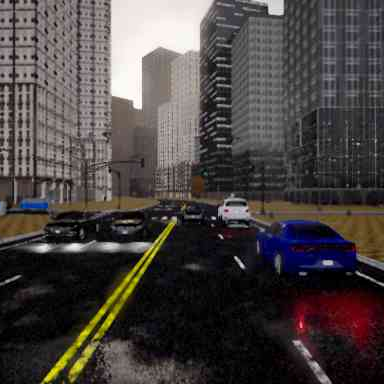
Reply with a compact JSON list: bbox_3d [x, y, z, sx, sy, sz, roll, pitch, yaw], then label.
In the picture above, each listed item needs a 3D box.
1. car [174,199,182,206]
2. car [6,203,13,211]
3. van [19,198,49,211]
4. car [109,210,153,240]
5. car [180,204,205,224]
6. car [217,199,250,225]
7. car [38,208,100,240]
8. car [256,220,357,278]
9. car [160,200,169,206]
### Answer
[{"bbox_3d":[-3.280,2.445,78.872,1.882,1.535,5.008,0,-1,0],"label":"car"},{"bbox_3d":[-28.208,2.004,47.846,4.507,1.381,1.887,0,-1,1],"label":"car"},{"bbox_3d":[-22.669,1.825,47.803,3.998,1.788,1.690,0,-1,1],"label":"van"},{"bbox_3d":[-3.344,1.778,18.928,1.812,1.442,4.674,0,-1,0],"label":"car"},{"bbox_3d":[0.091,1.934,28.095,1.994,1.385,4.181,0,-1,0],"label":"car"},{"bbox_3d":[3.339,1.579,27.250,2.150,2.045,5.566,0,-1,0],"label":"car"},{"bbox_3d":[-6.593,1.758,18.744,1.837,1.490,4.892,0,-1,0],"label":"car"},{"bbox_3d":[3.346,1.623,10.663,1.882,1.535,5.008,0,-1,0],"label":"car"},{"bbox_3d":[-6.531,2.519,78.748,1.994,1.385,4.181,0,-1,0],"label":"car"}]
